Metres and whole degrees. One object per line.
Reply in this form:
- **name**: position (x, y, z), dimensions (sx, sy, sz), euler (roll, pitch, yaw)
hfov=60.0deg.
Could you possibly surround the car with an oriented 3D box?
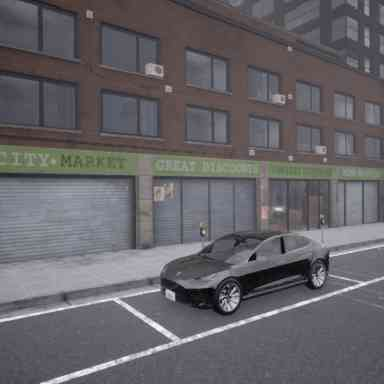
- **car**: position (1.361, 1.565, 7.523), dimensions (4.313, 1.339, 1.947), euler (0, -1, -36)
